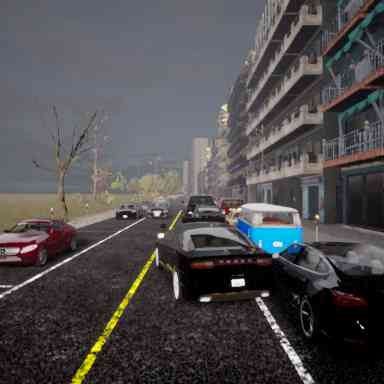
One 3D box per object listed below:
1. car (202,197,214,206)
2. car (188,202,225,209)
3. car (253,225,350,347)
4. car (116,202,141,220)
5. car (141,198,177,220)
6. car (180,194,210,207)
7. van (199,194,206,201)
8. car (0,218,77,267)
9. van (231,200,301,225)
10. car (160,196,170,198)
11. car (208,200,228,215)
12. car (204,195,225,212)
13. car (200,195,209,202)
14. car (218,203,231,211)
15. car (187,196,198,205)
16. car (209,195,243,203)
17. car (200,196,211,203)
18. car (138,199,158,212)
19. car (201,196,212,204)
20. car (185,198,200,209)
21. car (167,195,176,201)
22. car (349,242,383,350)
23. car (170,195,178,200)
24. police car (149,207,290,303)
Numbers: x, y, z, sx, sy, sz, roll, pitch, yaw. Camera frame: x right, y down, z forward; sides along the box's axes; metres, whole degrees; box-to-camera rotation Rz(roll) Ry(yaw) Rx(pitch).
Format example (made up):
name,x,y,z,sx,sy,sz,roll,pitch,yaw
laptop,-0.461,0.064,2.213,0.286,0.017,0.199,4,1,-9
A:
name,x,y,z,sx,sy,sz,roll,pitch,yaw
car,2.689,1.532,57.360,1.752,1.417,4.829,1,0,0
car,0.862,1.507,18.631,1.837,1.490,4.892,0,0,0
car,2.586,1.566,6.241,1.947,1.339,4.313,1,0,0
car,-5.250,1.568,28.368,1.947,1.339,4.313,1,0,0
car,-2.693,1.493,28.124,2.128,1.511,4.902,0,0,0
car,0.431,1.221,24.572,2.150,2.045,5.566,0,0,-5
van,2.747,1.356,85.495,1.690,1.788,3.998,1,0,0
car,-5.284,1.583,11.406,1.802,1.307,4.206,1,0,0
van,2.600,1.342,11.902,1.690,1.788,3.998,1,0,0
car,-5.193,1.532,56.468,1.752,1.417,4.829,1,0,0
car,2.643,1.584,34.546,1.802,1.307,4.206,1,0,0
car,2.657,1.318,40.207,2.192,1.841,5.009,1,0,0
car,2.724,1.451,74.173,1.967,1.590,4.097,1,0,0
car,2.610,1.527,17.733,1.752,1.417,4.829,1,0,0
car,0.121,1.533,60.247,1.812,1.442,4.674,0,0,0
car,2.623,1.317,23.224,2.192,1.841,5.009,1,0,0
car,2.711,1.560,68.512,2.008,1.369,4.403,1,0,0
car,-5.227,1.585,39.676,1.802,1.307,4.206,1,0,0
car,2.701,1.533,63.021,1.752,1.417,4.829,1,0,0
car,0.106,1.552,46.467,2.033,1.411,5.357,0,0,1
car,-5.136,1.565,84.908,2.008,1.369,4.403,1,0,0
car,2.578,1.315,0.580,2.192,1.841,5.009,1,0,0
car,-5.148,1.563,79.254,2.008,1.369,4.403,1,0,0
police car,0.225,1.426,8.486,1.930,1.638,5.238,0,0,-14
